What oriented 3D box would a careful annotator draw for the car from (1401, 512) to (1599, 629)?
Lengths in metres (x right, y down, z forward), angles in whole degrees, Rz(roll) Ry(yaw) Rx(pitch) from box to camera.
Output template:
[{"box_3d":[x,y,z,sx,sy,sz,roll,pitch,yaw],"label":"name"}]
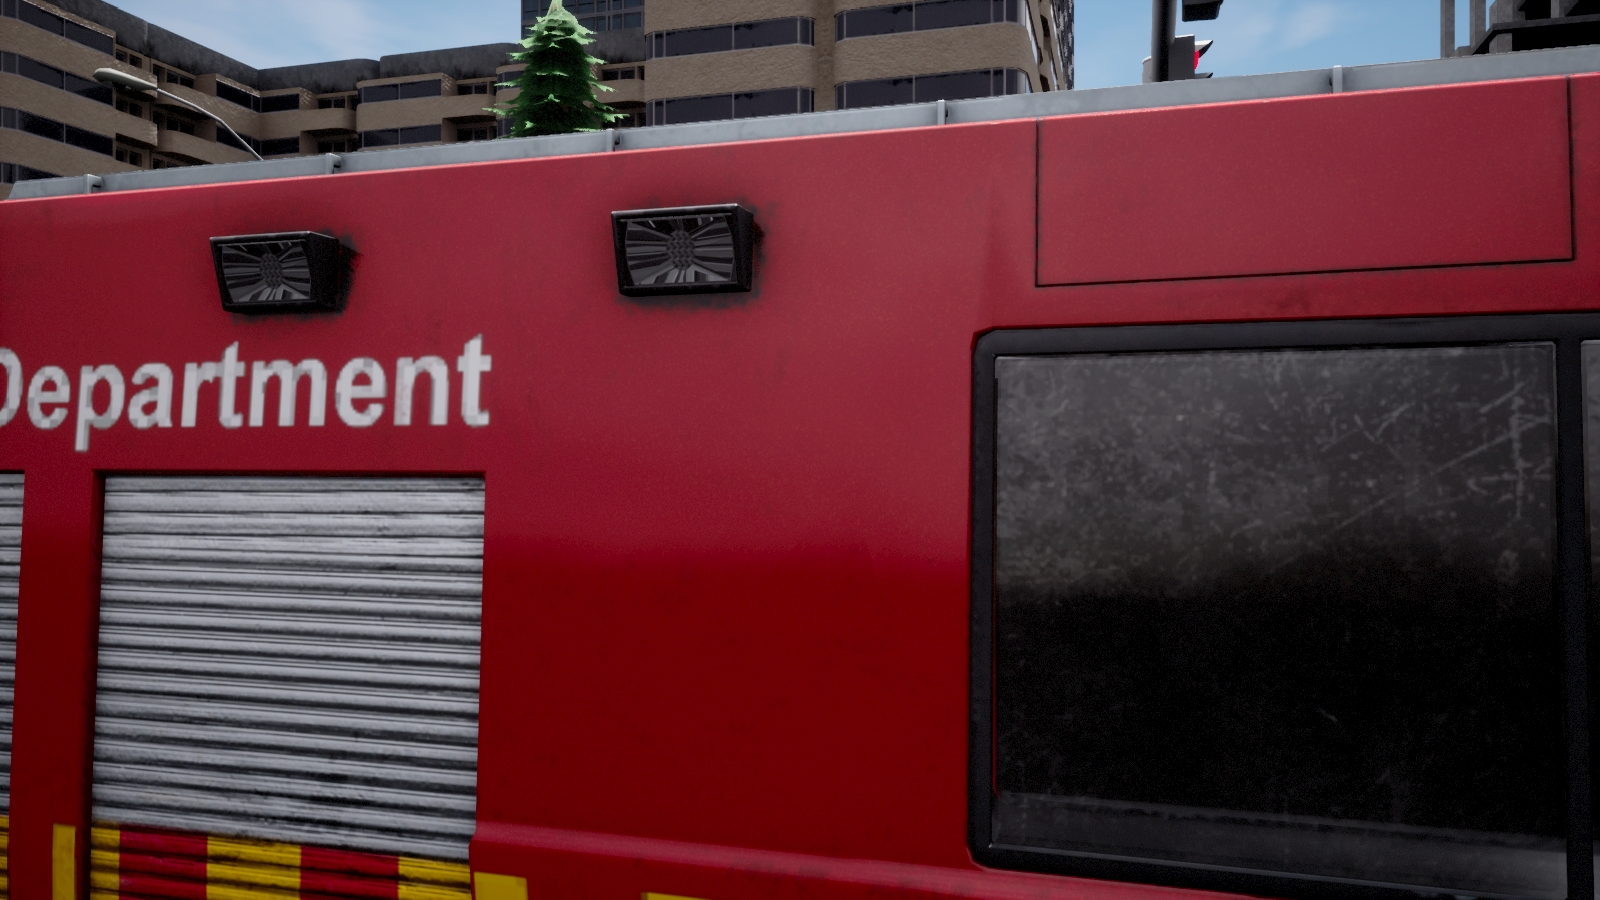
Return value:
[{"box_3d":[12.484,2.037,20.491,2.038,1.542,4.974,0,0,16],"label":"car"}]
